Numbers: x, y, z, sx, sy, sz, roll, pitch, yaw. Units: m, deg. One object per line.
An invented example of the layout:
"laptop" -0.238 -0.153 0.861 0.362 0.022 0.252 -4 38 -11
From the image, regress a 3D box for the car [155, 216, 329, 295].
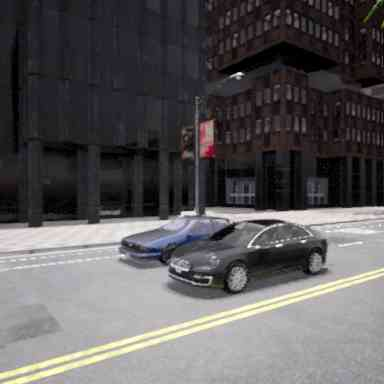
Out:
"car" 1.677 1.515 8.873 4.892 1.490 1.837 0 0 -35

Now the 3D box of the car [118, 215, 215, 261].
"car" 0.195 1.558 11.810 5.357 1.411 2.033 0 0 -35
